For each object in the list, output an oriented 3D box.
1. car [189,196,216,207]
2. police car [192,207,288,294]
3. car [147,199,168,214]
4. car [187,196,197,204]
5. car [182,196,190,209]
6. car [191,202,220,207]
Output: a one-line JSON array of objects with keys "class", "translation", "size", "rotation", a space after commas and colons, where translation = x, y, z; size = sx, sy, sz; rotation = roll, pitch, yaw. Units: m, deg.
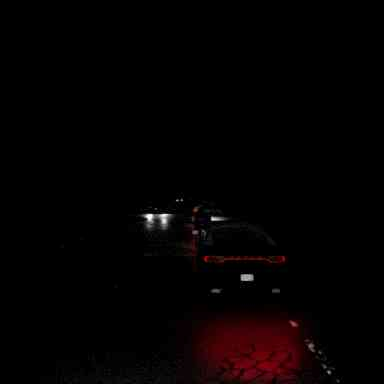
[{"class": "car", "translation": [1.025, 1.340, 24.756], "size": [2.097, 1.767, 4.553], "rotation": [0, 0, 0]}, {"class": "police car", "translation": [1.042, 1.421, 8.894], "size": [1.930, 1.638, 5.238], "rotation": [0, 0, 0]}, {"class": "car", "translation": [-3.635, 1.491, 35.844], "size": [1.837, 1.490, 4.892], "rotation": [0, 0, 0]}, {"class": "car", "translation": [-0.063, 1.495, 64.386], "size": [1.837, 1.490, 4.892], "rotation": [0, 0, 0]}, {"class": "car", "translation": [-0.025, 1.464, 45.247], "size": [1.882, 1.535, 5.008], "rotation": [0, 0, 0]}, {"class": "car", "translation": [1.032, 1.517, 18.785], "size": [1.812, 1.442, 4.674], "rotation": [0, 0, 0]}]
